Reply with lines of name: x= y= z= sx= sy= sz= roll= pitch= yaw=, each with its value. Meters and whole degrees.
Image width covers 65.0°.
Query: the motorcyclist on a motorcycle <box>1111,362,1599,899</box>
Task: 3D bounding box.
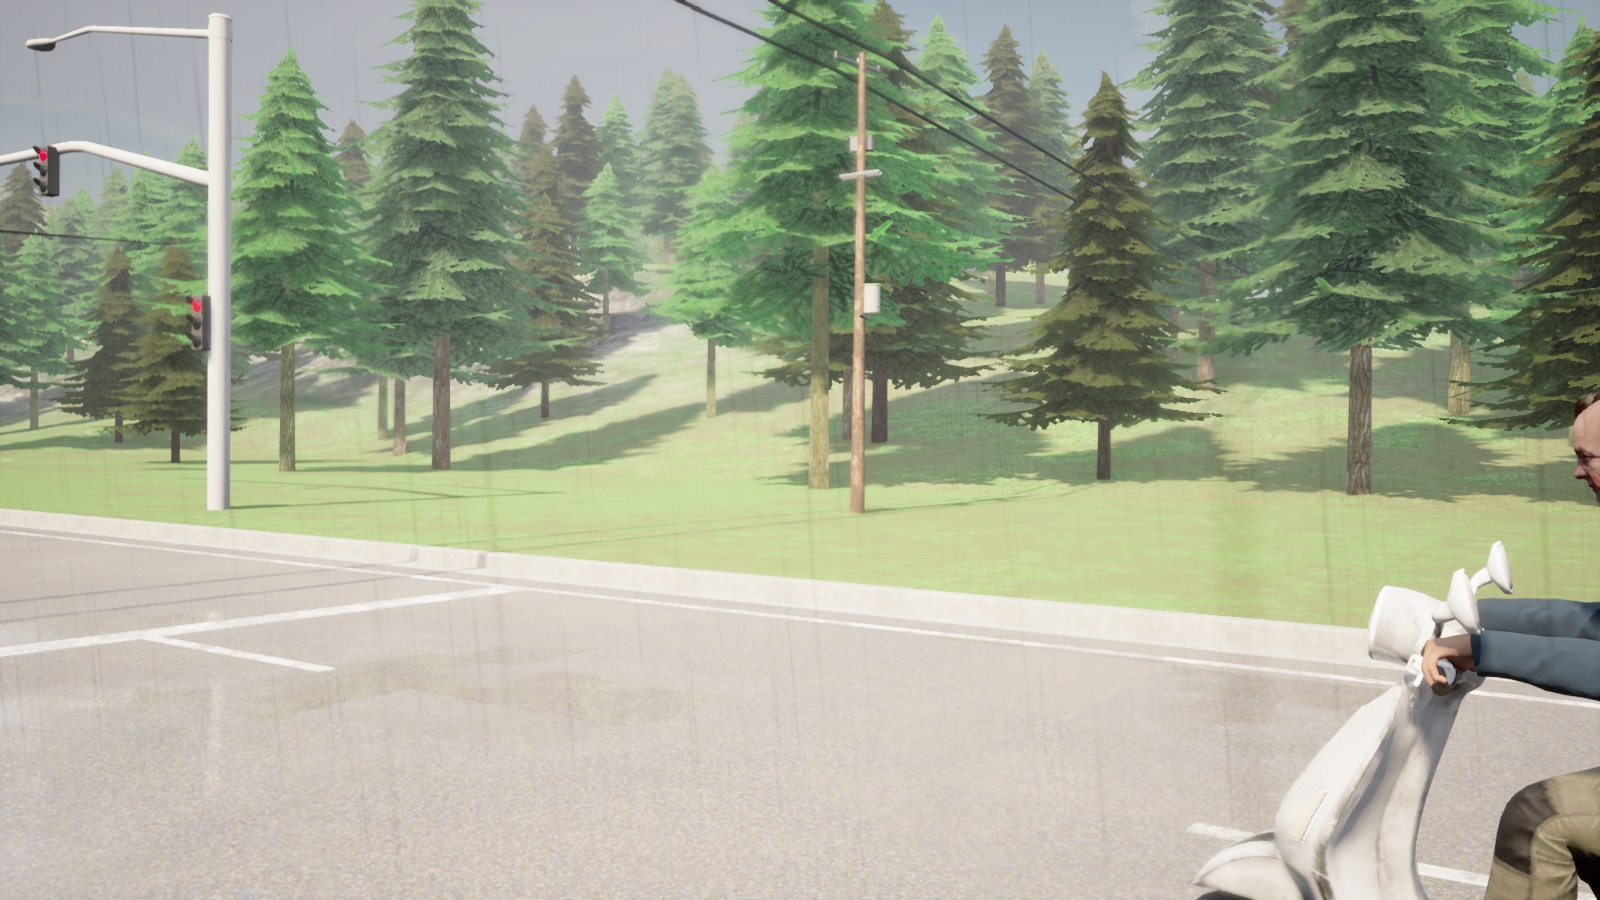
motorcyclist on a motorcycle: x=1.659 y=0.636 z=2.519 sx=1.817 sy=1.590 sz=0.866 roll=0 pitch=1 yaw=34
